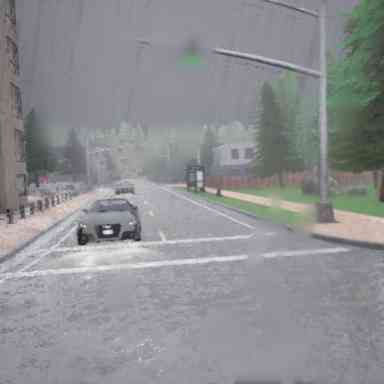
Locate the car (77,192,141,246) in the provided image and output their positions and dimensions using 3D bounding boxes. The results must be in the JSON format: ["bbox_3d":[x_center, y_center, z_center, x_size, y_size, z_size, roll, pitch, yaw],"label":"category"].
[{"bbox_3d":[-2.927,0.942,12.097,1.994,1.385,4.181,-3,4,-10],"label":"car"}]

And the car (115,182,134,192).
[{"bbox_3d":[-7.571,-0.418,37.621,1.994,1.385,4.181,-3,3,-10],"label":"car"}]
